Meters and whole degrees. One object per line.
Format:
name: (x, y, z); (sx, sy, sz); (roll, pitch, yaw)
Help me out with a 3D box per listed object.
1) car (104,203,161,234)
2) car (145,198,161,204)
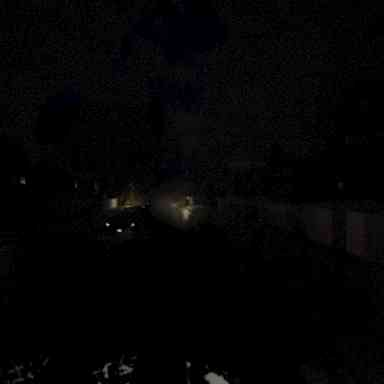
car: (-3.484, 1.619, 19.854); (2.033, 1.411, 5.357); (0, 0, 6)
car: (-5.308, 1.551, 45.326); (2.097, 1.767, 4.553); (0, 0, -6)
